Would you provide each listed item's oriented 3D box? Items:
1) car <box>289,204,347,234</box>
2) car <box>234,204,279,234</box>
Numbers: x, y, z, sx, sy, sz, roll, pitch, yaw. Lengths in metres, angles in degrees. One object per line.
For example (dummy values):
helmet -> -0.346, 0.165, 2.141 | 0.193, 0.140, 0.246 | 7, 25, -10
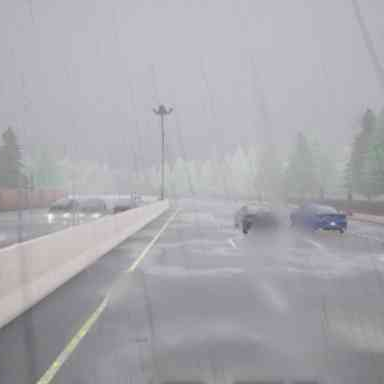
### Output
car -> 7.104, 1.451, 19.238 | 1.882, 1.535, 5.008 | 0, 0, 0
car -> 3.604, 1.451, 19.242 | 1.882, 1.535, 5.008 | 0, 0, 0
